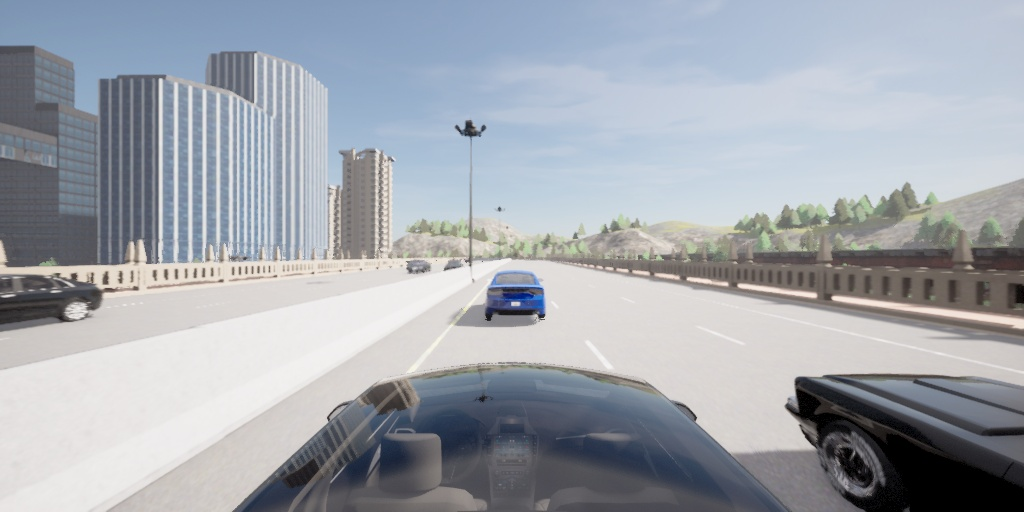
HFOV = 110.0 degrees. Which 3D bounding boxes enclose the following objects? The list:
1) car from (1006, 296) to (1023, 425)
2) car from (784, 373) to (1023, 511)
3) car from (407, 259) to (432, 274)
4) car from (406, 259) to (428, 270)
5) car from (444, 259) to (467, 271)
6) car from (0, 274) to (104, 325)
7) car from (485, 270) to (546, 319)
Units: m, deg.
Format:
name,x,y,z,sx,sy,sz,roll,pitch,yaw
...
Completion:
name,x,y,z,sx,sy,sz,roll,pitch,yaw
car,7.101,1.241,1.929,2.128,1.511,4.902,0,0,0
car,3.600,1.350,1.345,1.895,1.301,4.718,0,0,0
car,-10.559,1.252,41.351,2.128,1.511,4.902,0,0,0
car,-14.005,1.268,52.965,1.837,1.490,4.892,0,0,1
car,-7.054,1.266,43.766,1.837,1.490,4.892,0,0,0
car,-14.095,1.258,9.473,1.837,1.490,4.892,0,0,0
car,0.107,1.230,12.799,1.882,1.535,5.008,0,0,0
